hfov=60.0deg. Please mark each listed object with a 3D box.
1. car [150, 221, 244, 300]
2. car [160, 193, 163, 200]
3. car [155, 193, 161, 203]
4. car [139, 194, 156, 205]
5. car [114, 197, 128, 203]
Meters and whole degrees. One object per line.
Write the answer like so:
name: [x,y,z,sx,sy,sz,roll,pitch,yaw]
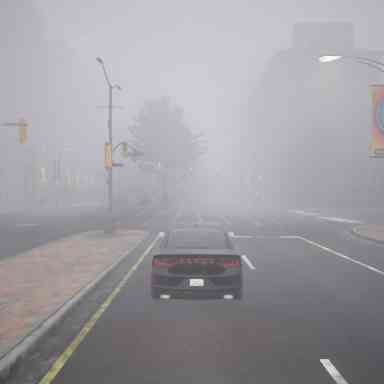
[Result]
car: [0.114,1.478,8.462,1.882,1.535,5.008,0,0,1]
car: [-7.674,1.225,76.484,2.150,2.045,5.566,0,0,0]
car: [-7.754,1.526,65.732,1.812,1.442,4.674,0,0,1]
car: [-7.841,1.505,56.473,1.837,1.490,4.892,0,0,1]
car: [-14.460,1.595,67.846,1.895,1.301,4.718,0,0,0]
